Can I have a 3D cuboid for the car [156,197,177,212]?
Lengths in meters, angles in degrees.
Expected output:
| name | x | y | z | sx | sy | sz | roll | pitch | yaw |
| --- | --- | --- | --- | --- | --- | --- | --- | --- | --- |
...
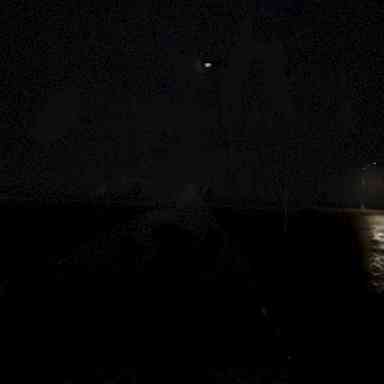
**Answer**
| name | x | y | z | sx | sy | sz | roll | pitch | yaw |
| --- | --- | --- | --- | --- | --- | --- | --- | --- | --- |
| car | -2.725 | 1.309 | 36.162 | 1.882 | 1.535 | 5.008 | 1 | 0 | 1 |
